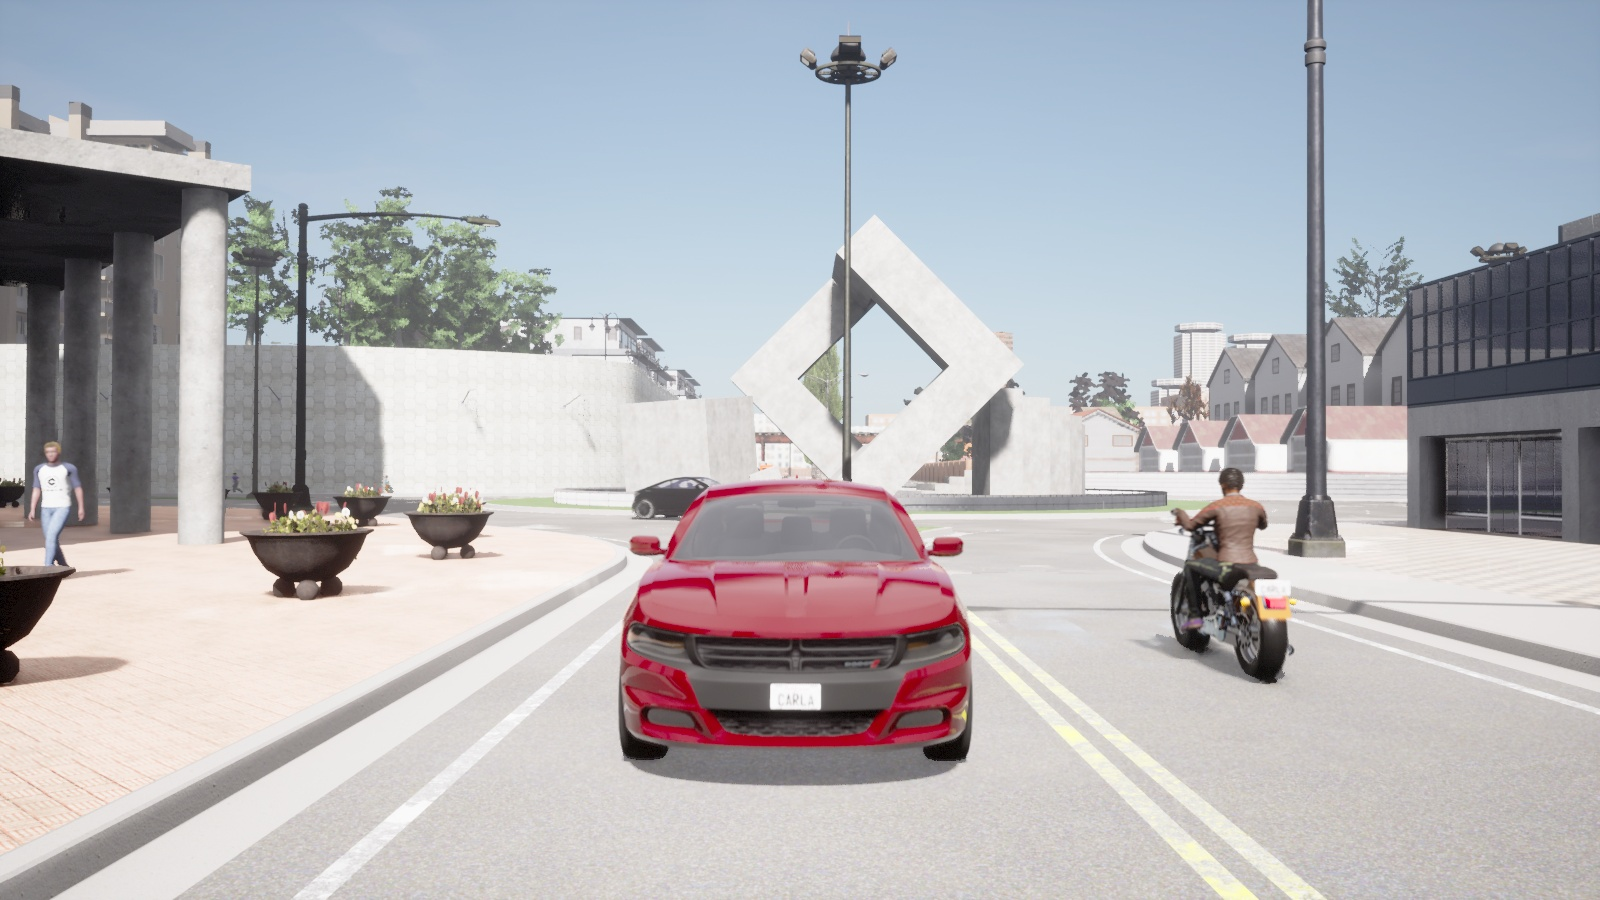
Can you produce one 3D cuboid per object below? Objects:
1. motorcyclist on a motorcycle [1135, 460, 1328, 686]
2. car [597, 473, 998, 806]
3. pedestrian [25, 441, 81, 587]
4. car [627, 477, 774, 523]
[{"bbox_3d":[3.475,0.925,10.380,0.766,1.649,2.350,0,-1,0],"label":"motorcyclist on a motorcycle"},{"bbox_3d":[-0.017,0.933,8.411,1.882,1.535,5.008,0,-1,0],"label":"car"},{"bbox_3d":[-9.591,0.809,16.134,0.354,1.836,0.706,0,-1,-7],"label":"pedestrian"},{"bbox_3d":[-3.139,1.557,39.787,4.181,1.385,1.994,-1,-1,22],"label":"car"}]
